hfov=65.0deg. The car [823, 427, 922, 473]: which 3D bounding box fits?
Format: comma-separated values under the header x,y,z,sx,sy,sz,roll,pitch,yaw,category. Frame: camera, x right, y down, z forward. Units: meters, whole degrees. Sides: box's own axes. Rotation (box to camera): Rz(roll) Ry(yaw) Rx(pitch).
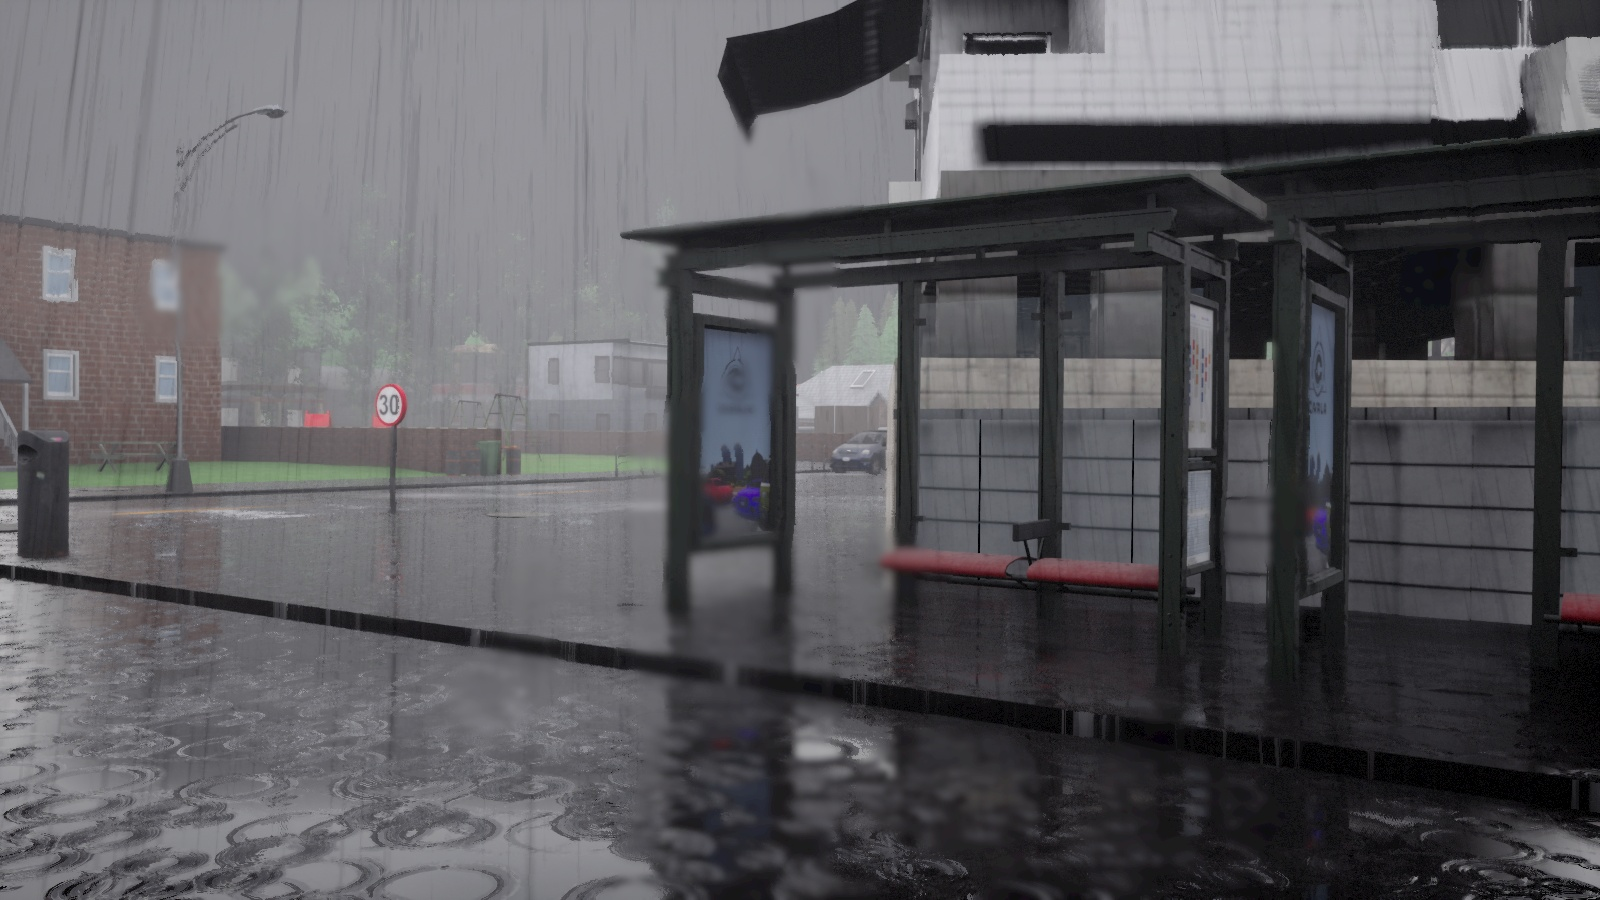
x,y,z,sx,sy,sz,roll,pitch,yaw,category
2.707,-0.025,46.169,1.851,1.617,3.988,0,1,34,car
